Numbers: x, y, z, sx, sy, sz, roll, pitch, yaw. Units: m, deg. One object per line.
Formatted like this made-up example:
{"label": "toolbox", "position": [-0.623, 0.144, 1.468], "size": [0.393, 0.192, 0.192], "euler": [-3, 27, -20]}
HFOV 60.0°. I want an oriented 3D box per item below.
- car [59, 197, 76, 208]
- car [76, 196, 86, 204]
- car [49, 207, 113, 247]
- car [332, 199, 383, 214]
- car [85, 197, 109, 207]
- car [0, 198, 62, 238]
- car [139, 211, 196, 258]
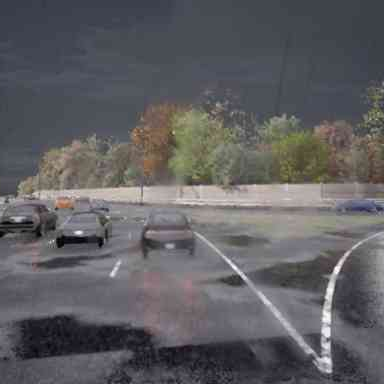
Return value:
{"label": "car", "position": [-17.234, 1.435, 44.637], "size": [2.097, 1.767, 4.553], "euler": [0, 0, -25]}
{"label": "car", "position": [-22.065, 1.608, 66.516], "size": [1.837, 1.490, 4.892], "euler": [0, 0, -37]}
{"label": "car", "position": [-4.764, 1.587, 15.186], "size": [1.994, 1.385, 4.181], "euler": [0, 0, -8]}
{"label": "car", "position": [16.737, 1.451, 33.671], "size": [4.674, 1.442, 1.812], "euler": [0, 0, 11]}
{"label": "car", "position": [-10.940, 1.601, 39.065], "size": [2.033, 1.411, 5.357], "euler": [0, 0, -22]}
{"label": "car", "position": [-8.823, 1.394, 18.208], "size": [2.097, 1.767, 4.553], "euler": [0, 0, -10]}
{"label": "car", "position": [-1.011, 1.497, 12.931], "size": [2.128, 1.511, 4.902], "euler": [0, 0, -7]}
